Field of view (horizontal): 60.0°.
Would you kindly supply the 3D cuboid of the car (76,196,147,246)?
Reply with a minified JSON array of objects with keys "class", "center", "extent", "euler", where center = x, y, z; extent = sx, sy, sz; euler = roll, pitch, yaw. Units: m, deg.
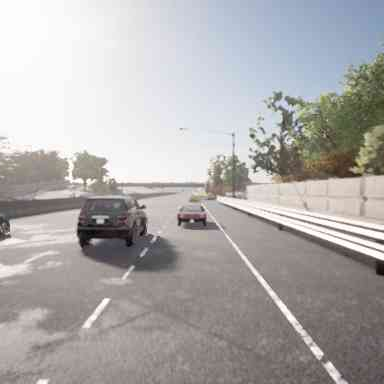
[{"class":"car","center":[-3.401,1.172,15.026],"extent":[2.150,2.045,5.566],"euler":[0,0,0]}]

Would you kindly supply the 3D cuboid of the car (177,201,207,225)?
[{"class":"car","center":[-0.002,1.531,23.172],"extent":[1.895,1.301,4.718],"euler":[0,0,0]}]

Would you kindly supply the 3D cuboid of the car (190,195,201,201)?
[{"class":"car","center":[0.694,1.340,69.758],"extent":[1.882,1.535,5.008],"euler":[0,0,8]}]

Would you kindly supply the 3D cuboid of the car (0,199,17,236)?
[{"class":"car","center":[-10.402,1.303,15.208],"extent":[2.097,1.767,4.553],"euler":[0,0,0]}]

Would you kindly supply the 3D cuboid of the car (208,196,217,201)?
[{"class":"car","center":[5.853,1.734,91.141],"extent":[2.033,1.411,5.357],"euler":[0,-1,20]}]
